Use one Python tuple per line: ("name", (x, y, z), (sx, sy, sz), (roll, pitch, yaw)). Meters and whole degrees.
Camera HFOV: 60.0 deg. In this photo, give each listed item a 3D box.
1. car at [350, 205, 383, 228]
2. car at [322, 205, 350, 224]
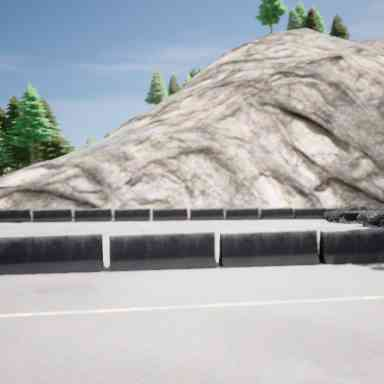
("car", (14.850, 1.701, 25.057), (4.553, 1.767, 2.097), (0, -1, -8))
("car", (13.637, 1.902, 28.414), (4.892, 1.490, 1.837), (0, -1, -8))
